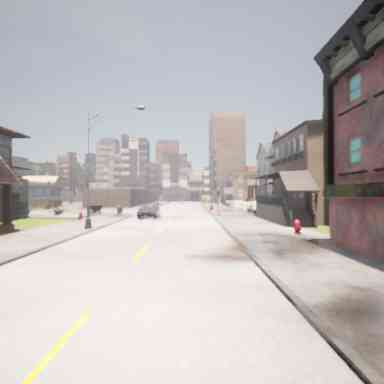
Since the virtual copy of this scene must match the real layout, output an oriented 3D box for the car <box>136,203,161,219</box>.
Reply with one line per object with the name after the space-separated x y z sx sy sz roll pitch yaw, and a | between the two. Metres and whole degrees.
-4.040 1.798 31.966 2.033 1.411 5.357 0 0 1 | car
